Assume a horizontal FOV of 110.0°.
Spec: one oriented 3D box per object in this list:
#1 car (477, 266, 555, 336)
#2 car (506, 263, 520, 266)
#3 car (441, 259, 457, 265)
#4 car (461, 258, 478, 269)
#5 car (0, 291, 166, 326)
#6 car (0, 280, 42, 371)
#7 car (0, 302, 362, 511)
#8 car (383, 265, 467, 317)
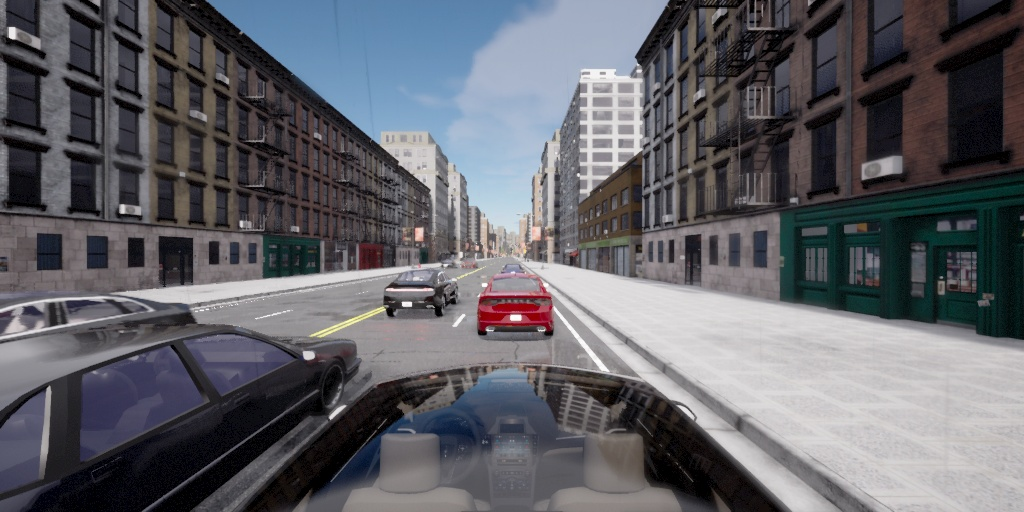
[{"bbox_3d":[0.093,1.227,10.475,1.882,1.535,5.008,0,0,0],"label":"car"},{"bbox_3d":[0.082,1.319,30.814,1.994,1.385,4.181,0,0,0],"label":"car"},{"bbox_3d":[-9.823,1.257,55.688,2.128,1.511,4.902,0,0,1],"label":"car"},{"bbox_3d":[-6.573,1.117,55.766,2.097,1.767,4.553,0,0,1],"label":"car"},{"bbox_3d":[-6.605,1.241,4.421,2.128,1.511,4.902,0,0,0],"label":"car"},{"bbox_3d":[-9.854,1.227,4.299,1.882,1.535,5.008,0,0,0],"label":"car"},{"bbox_3d":[-3.145,1.297,2.893,2.033,1.411,5.357,0,0,0],"label":"car"},{"bbox_3d":[-3.160,1.241,13.216,2.128,1.511,4.902,0,0,0],"label":"car"}]
